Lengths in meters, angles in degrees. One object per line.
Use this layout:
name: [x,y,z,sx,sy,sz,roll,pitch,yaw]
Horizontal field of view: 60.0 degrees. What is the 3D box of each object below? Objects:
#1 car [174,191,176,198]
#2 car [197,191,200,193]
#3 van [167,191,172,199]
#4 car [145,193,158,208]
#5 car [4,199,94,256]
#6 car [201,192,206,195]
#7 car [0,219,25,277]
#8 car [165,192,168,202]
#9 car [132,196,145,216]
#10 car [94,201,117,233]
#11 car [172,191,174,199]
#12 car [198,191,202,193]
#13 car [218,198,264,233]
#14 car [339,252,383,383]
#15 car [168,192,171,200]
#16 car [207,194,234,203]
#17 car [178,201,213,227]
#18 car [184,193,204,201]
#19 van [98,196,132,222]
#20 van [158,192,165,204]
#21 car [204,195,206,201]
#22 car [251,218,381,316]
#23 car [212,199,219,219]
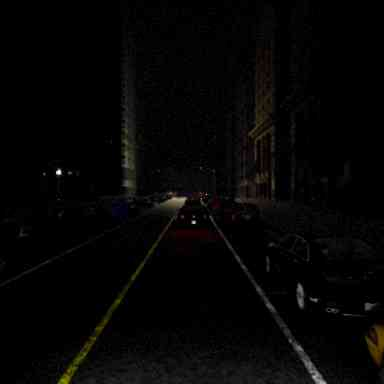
car: [-5.743,0.797,80.521,2.192,1.841,5.009,0,0,0]
car: [2.786,0.996,91.798,1.802,1.307,4.206,0,0,0]
van: [-5.746,0.892,69.248,1.690,1.788,3.998,0,0,0]
car: [-5.753,1.170,41.066,1.967,1.590,4.097,0,0,0]
car: [-5.762,1.229,12.882,2.192,1.841,5.009,0,0,0]
car: [2.775,1.096,52.344,1.967,1.590,4.097,0,0,0]
car: [-5.762,1.517,7.247,1.947,1.339,4.313,0,0,0]
car: [-5.748,1.147,57.806,1.752,1.417,4.829,0,0,0]
car: [-5.756,1.244,29.793,1.967,1.590,4.097,0,0,0]
car: [-5.759,1.422,18.520,1.887,1.381,4.507,0,0,0]
car: [-5.744,0.956,74.884,1.967,1.590,4.097,0,0,0]
car: [2.783,1.064,80.526,1.802,1.307,4.206,0,0,0]
car: [2.765,1.318,18.526,1.967,1.590,4.097,0,0,0]
car: [2.761,1.513,1.789,1.752,1.417,4.829,0,0,0]
car: [-5.747,1.136,63.612,2.008,1.369,4.403,0,0,0]
car: [2.768,1.119,29.799,2.192,1.841,5.009,0,0,0]
car: [0.106,1.459,21.507,1.895,1.301,4.718,0,0,0]
car: [0.112,1.217,39.551,1.882,1.535,5.008,0,0,0]
van: [-5.758,1.182,24.156,1.690,1.788,3.998,0,0,0]
van: [-5.750,0.997,52.338,1.690,1.788,3.998,0,0,0]
car: [2.772,1.296,41.073,1.947,1.339,4.313,0,0,0]
car: [2.763,1.502,7.255,2.008,1.369,4.403,0,0,0]
car: [2.767,1.406,24.164,1.947,1.339,4.313,0,0,0]
